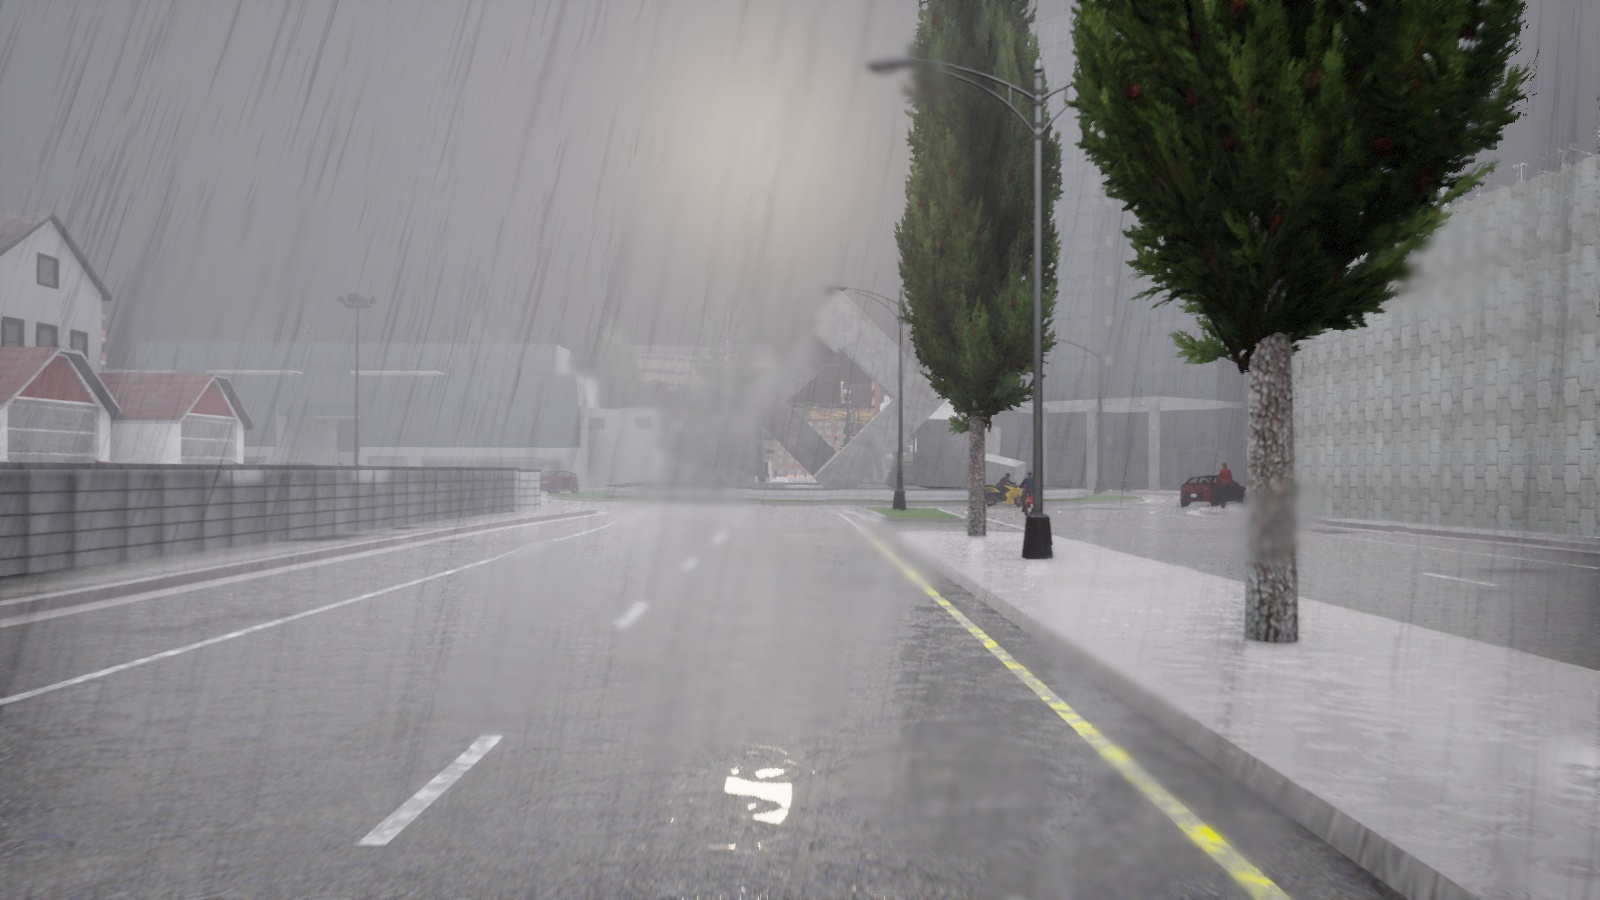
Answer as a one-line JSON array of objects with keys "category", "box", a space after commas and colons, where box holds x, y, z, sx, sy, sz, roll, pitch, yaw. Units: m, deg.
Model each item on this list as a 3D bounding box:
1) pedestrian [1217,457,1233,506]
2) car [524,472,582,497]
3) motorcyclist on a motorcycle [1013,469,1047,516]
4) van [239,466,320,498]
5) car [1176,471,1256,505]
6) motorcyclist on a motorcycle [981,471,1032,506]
[{"category": "pedestrian", "box": [16.119, 1.203, 47.630, 0.331, 1.846, 0.636, 0, -1, -2]}, {"category": "car", "box": [-15.915, 2.213, 81.007, 1.789, 1.549, 3.705, -1, -1, 26]}, {"category": "motorcyclist on a motorcycle", "box": [7.992, 1.467, 43.638, 0.866, 1.590, 1.817, 0, -1, 1]}, {"category": "van", "box": [-32.945, 2.031, 79.573, 4.442, 1.987, 1.775, 0, -1, -7]}, {"category": "car", "box": [19.167, 1.719, 57.789, 4.193, 1.474, 1.816, 1, -1, -45]}, {"category": "motorcyclist on a motorcycle", "box": [9.053, 1.682, 55.065, 2.044, 1.523, 0.797, 0, -2, -18]}]
